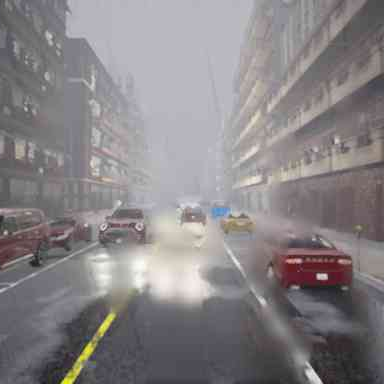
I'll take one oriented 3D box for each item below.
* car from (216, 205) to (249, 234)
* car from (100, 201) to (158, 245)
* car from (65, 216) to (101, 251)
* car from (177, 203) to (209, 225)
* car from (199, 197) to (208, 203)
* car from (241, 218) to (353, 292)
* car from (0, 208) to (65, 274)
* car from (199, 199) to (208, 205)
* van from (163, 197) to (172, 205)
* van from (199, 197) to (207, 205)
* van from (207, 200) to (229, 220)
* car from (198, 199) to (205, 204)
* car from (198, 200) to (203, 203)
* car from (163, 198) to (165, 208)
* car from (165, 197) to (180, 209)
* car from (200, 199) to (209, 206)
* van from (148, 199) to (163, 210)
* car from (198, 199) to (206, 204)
[{"bbox_3d":[2.690,1.747,20.641,1.752,1.417,4.829,1,-1,0],"label":"car"},{"bbox_3d":[-3.099,1.530,16.535,2.097,1.767,4.553,0,-1,0],"label":"car"},{"bbox_3d":[-5.679,1.742,14.868,1.802,1.307,4.206,1,-1,0],"label":"car"},{"bbox_3d":[0.100,1.849,26.639,1.994,1.385,4.181,0,-1,0],"label":"car"},{"bbox_3d":[2.667,2.134,65.833,1.967,1.590,4.097,1,-1,0],"label":"car"},{"bbox_3d":[2.702,1.645,9.130,1.887,1.381,4.507,1,-1,0],"label":"car"},{"bbox_3d":[-5.674,1.415,9.199,2.192,1.841,5.009,1,-1,0],"label":"car"},{"bbox_3d":[2.666,2.338,77.343,1.752,1.417,4.829,1,-1,0],"label":"car"},{"bbox_3d":[-5.678,2.152,77.247,1.690,1.788,3.998,1,-1,0],"label":"van"},{"bbox_3d":[2.668,2.210,82.845,1.690,1.788,3.998,1,-1,0],"label":"van"},{"bbox_3d":[2.671,1.681,31.813,1.690,1.788,3.998,1,-1,0],"label":"van"},{"bbox_3d":[2.664,2.566,94.183,1.802,1.307,4.206,1,-1,0],"label":"car"},{"bbox_3d":[0.099,2.050,42.202,1.895,1.301,4.718,0,-1,0],"label":"car"},{"bbox_3d":[-5.681,2.180,60.234,1.887,1.381,4.507,1,-1,0],"label":"car"},{"bbox_3d":[-3.064,2.078,56.867,1.882,1.535,5.008,0,-1,0],"label":"car"},{"bbox_3d":[2.665,2.318,71.502,1.947,1.339,4.313,1,-1,0],"label":"car"},{"bbox_3d":[-5.677,1.859,48.894,1.690,1.788,3.998,1,-1,0],"label":"van"},{"bbox_3d":[2.664,2.508,88.513,1.802,1.307,4.206,1,-1,0],"label":"car"}]
